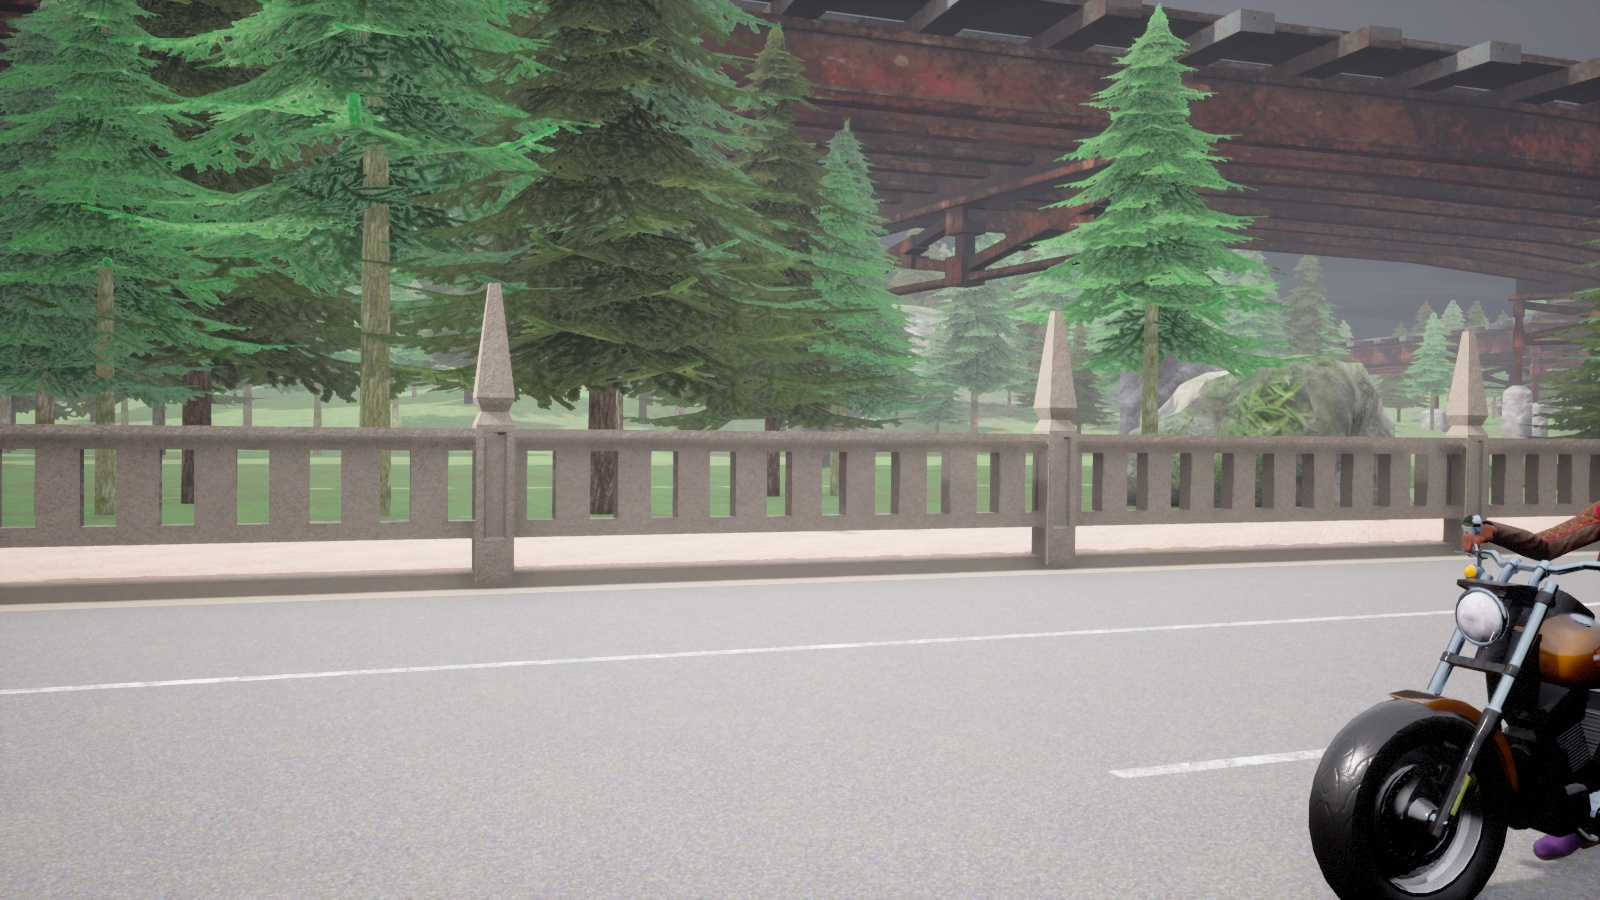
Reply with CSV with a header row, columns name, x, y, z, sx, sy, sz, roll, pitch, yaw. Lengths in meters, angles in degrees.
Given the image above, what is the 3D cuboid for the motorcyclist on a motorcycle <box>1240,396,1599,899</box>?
name,x,y,z,sx,sy,sz,roll,pitch,yaw
motorcyclist on a motorcycle,2.716,0.650,4.271,2.350,1.649,0.766,-1,1,-21
